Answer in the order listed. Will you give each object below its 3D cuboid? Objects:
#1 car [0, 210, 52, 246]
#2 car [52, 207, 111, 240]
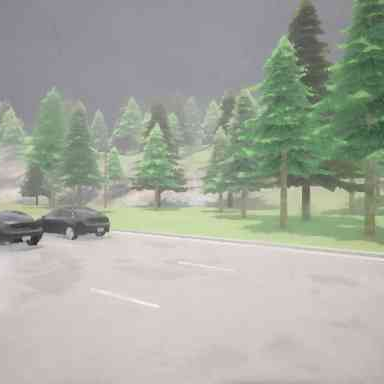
[{"bbox_3d":[-8.269,1.514,14.066,4.892,1.490,1.837,0,0,36],"label":"car"},{"bbox_3d":[-6.236,1.514,16.916,4.892,1.490,1.837,0,0,36],"label":"car"}]
